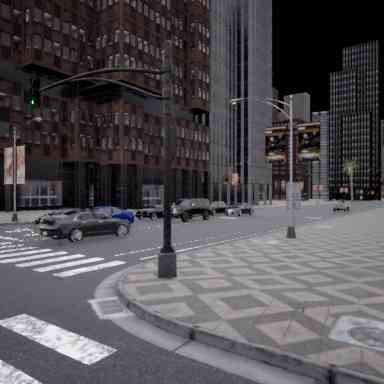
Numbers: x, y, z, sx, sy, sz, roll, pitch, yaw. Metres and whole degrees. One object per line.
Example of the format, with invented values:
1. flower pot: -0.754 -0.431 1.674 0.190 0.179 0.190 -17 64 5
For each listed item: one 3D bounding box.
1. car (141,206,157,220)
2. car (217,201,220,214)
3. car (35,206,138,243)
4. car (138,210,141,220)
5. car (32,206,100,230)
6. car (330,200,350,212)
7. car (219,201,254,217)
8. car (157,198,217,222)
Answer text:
1. car: -3.281 1.974 31.975 1.895 1.301 4.718 0 -1 35
2. car: 2.542 1.872 40.226 2.097 1.767 4.553 0 -1 35
3. car: -5.383 1.696 17.358 1.837 1.490 4.892 0 -1 35
4. car: -6.086 1.717 22.350 1.882 1.535 5.008 0 -1 35
5. car: -8.951 1.794 23.922 1.994 1.385 4.181 0 -1 36
6. car: 24.183 2.430 53.678 2.033 1.411 5.357 0 -1 34
7. car: 5.612 2.027 38.935 2.128 1.511 4.902 0 -1 35
8. car: -0.312 1.607 30.543 2.150 2.045 5.566 0 -1 35
